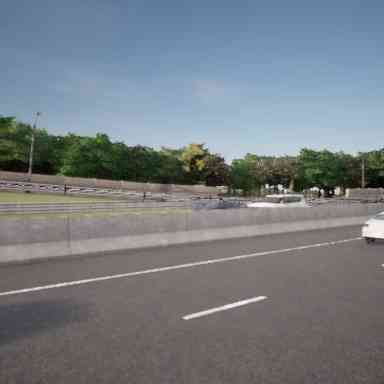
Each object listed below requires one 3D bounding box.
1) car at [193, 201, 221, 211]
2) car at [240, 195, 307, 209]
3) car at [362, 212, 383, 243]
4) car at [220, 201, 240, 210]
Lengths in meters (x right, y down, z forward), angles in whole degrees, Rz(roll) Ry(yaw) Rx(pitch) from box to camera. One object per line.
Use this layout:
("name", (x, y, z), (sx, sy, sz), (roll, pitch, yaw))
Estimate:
("car", (2.583, 1.553, 31.621), (5.357, 1.411, 2.033), (0, 0, -35))
("car", (6.684, 1.227, 25.947), (5.566, 2.045, 2.150), (0, 0, -35))
("car", (9.335, 1.531, 14.698), (4.674, 1.442, 1.812), (0, 0, -35))
("car", (5.113, 1.606, 29.124), (4.718, 1.301, 1.895), (0, 0, -35))
